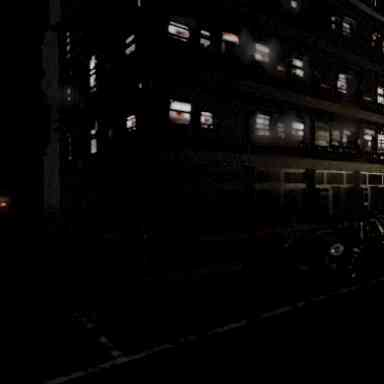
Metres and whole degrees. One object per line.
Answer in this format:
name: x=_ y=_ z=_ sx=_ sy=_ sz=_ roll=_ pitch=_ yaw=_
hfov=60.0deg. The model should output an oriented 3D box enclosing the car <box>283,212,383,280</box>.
car: x=4.546 y=1.451 z=9.844 sx=4.097 sy=1.590 sz=1.967 roll=0 pitch=-1 yaw=-36
